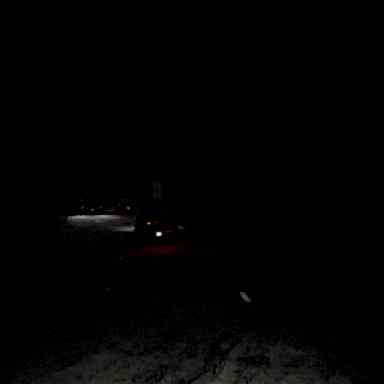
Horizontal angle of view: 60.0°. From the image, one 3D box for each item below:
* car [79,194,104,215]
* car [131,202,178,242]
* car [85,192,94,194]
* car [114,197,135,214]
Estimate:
[{"bbox_3d":[-9.173,1.236,30.260,1.837,1.490,4.892,0,1,-19],"label":"car"},{"bbox_3d":[-1.832,1.447,16.095,1.837,1.490,4.892,0,1,-11],"label":"car"},{"bbox_3d":[-21.588,0.774,69.852,2.033,1.411,5.357,0,0,-7],"label":"car"},{"bbox_3d":[-6.456,1.235,32.059,1.812,1.442,4.674,0,1,-19],"label":"car"}]
